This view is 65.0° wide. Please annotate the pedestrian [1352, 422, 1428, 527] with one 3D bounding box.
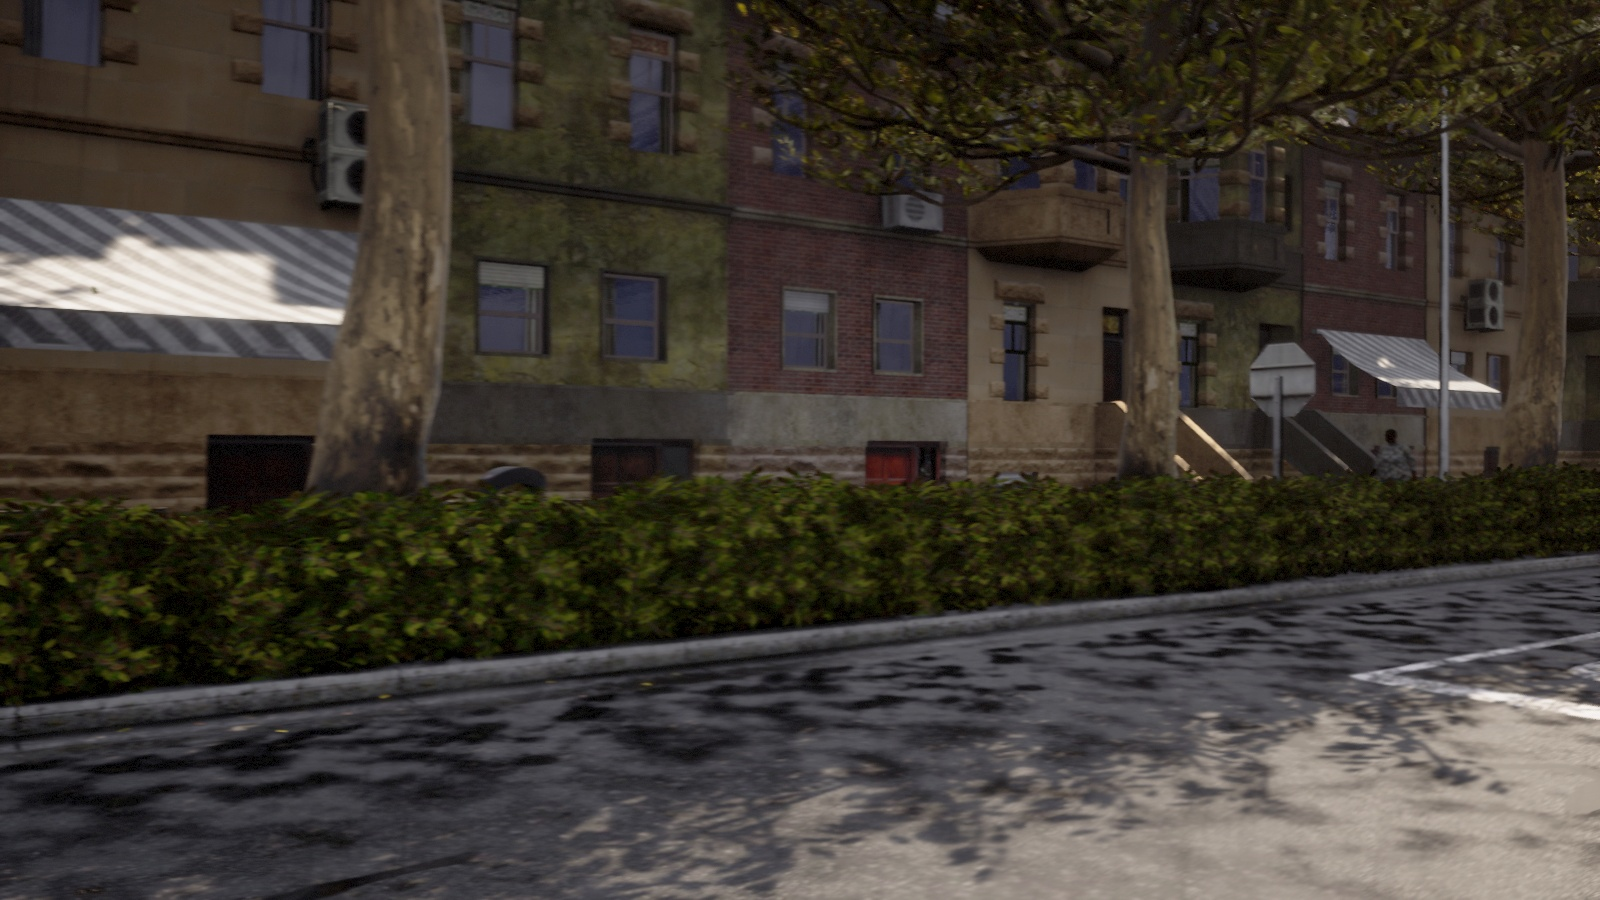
[{"bbox_3d":[10.654,0.435,22.684,0.900,1.855,0.874,0,0,-30],"label":"pedestrian"}]
